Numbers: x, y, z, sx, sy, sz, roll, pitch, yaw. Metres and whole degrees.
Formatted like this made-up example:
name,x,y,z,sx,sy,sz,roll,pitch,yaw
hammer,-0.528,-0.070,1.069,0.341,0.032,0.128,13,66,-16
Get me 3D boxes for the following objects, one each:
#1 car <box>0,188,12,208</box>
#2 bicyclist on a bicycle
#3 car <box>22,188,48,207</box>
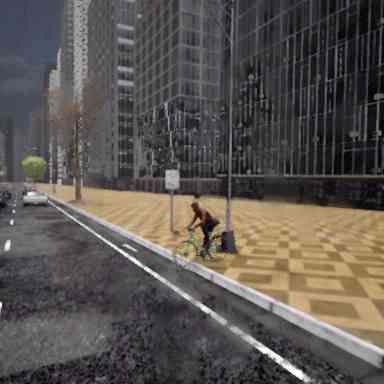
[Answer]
name,x,y,z,sx,sy,sz,roll,pitch,yaw
car,-16.987,0.596,28.633,2.033,1.411,5.357,-1,2,-27
bicyclist on a bicycle,0.251,1.055,8.515,1.656,1.620,0.582,-4,4,-27
car,-14.414,0.601,30.529,1.895,1.301,4.718,-1,2,-27
